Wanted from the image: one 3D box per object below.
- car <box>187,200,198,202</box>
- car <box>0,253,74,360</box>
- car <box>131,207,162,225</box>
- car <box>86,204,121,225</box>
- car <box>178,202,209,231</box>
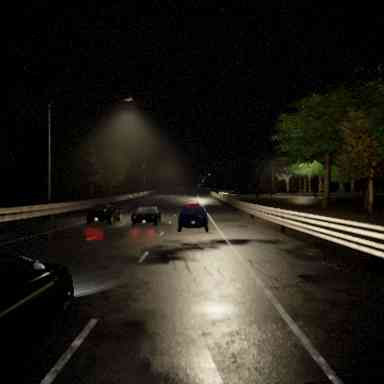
[{"bbox_3d":[0.061,1.681,40.445,1.895,1.301,4.718,0,1,0],"label":"car"},{"bbox_3d":[-3.406,1.618,5.154,1.994,1.385,4.181,0,-1,0],"label":"car"},{"bbox_3d":[-3.426,1.808,25.938,1.895,1.301,4.718,0,0,0],"label":"car"},{"bbox_3d":[-6.924,1.713,26.489,1.837,1.490,4.892,0,0,0],"label":"car"},{"bbox_3d":[0.077,1.678,22.205,1.882,1.535,5.008,0,0,0],"label":"car"}]
